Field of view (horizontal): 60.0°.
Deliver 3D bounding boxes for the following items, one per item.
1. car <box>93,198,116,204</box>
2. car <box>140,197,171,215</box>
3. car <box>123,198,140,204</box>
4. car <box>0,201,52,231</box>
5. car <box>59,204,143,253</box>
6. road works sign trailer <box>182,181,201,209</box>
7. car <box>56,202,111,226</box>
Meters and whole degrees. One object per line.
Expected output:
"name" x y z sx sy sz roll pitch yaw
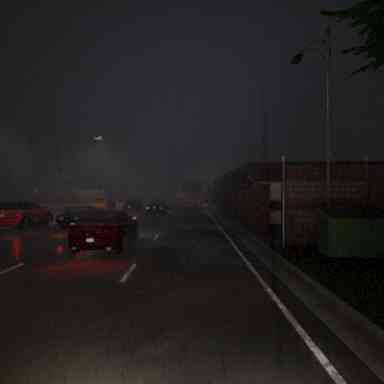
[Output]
"car" -10.407 1.404 39.401 1.882 1.535 5.008 0 0 0
"car" -3.406 1.487 32.568 2.033 1.411 5.357 0 0 0
"car" -6.921 1.453 39.097 1.812 1.442 4.674 0 0 0
"car" -10.405 1.313 20.457 2.097 1.767 4.553 0 0 0
"car" -3.403 1.452 13.578 1.882 1.535 5.008 0 0 0
"road works sign trailer" -0.008 0.386 42.196 2.380 3.560 2.880 0 0 0
"car" -6.905 1.561 21.351 1.895 1.301 4.718 0 0 0
